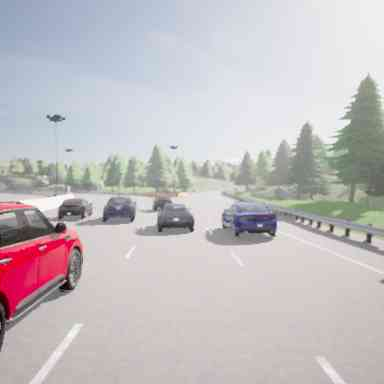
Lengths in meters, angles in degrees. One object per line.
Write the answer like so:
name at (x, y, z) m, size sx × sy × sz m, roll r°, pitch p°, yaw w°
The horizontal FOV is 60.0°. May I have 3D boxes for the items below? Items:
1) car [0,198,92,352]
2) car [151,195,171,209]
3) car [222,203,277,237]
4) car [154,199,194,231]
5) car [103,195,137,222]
car at (-3.575, 1.158, 5.525) m, size 2.150 × 2.045 × 5.566 m, roll 0°, pitch 1°, yaw -2°
car at (-3.055, 1.085, 34.257) m, size 1.837 × 1.490 × 4.892 m, roll 0°, pitch 1°, yaw -10°
car at (2.732, 1.264, 16.757) m, size 1.882 × 1.535 × 5.008 m, roll 0°, pitch 1°, yaw -5°
car at (-0.988, 1.332, 18.830) m, size 1.994 × 1.385 × 4.181 m, roll 0°, pitch 1°, yaw -6°
car at (-5.058, 1.065, 23.838) m, size 2.097 × 1.767 × 4.553 m, roll 0°, pitch 1°, yaw -7°
